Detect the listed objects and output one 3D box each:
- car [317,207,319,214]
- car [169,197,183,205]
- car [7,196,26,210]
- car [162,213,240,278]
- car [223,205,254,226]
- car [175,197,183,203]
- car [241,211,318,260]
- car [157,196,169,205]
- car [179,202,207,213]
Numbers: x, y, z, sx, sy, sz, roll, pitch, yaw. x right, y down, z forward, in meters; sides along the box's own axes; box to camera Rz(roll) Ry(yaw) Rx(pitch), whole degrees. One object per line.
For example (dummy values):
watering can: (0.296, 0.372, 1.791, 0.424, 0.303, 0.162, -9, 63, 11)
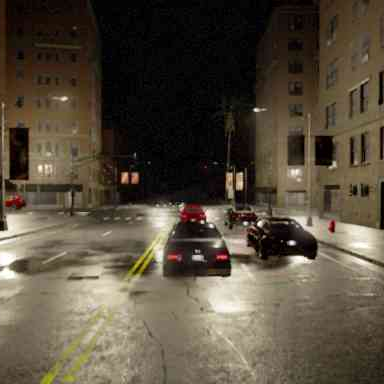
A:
car: (16.200, 2.032, 36.999, 4.313, 1.339, 1.947, 0, 0, 0)
car: (-3.276, 2.013, 71.708, 1.837, 1.490, 4.892, 0, 0, 0)
car: (-23.902, 1.396, 42.485, 5.009, 1.841, 2.192, 1, 0, -9)
car: (0.095, 1.621, 10.370, 2.033, 1.411, 5.357, 0, 0, -1)
car: (3.242, 1.666, 22.552, 1.837, 1.490, 4.892, 0, 0, 0)
car: (-3.281, 2.056, 87.302, 1.882, 1.535, 5.008, 0, 0, 0)
car: (3.304, 1.656, 12.929, 1.994, 1.385, 4.181, 0, 0, 1)
car: (-6.525, 1.991, 71.707, 1.882, 1.535, 5.008, 0, 0, 0)
car: (0.092, 1.694, 23.608, 1.812, 1.442, 4.674, 0, 0, 0)
